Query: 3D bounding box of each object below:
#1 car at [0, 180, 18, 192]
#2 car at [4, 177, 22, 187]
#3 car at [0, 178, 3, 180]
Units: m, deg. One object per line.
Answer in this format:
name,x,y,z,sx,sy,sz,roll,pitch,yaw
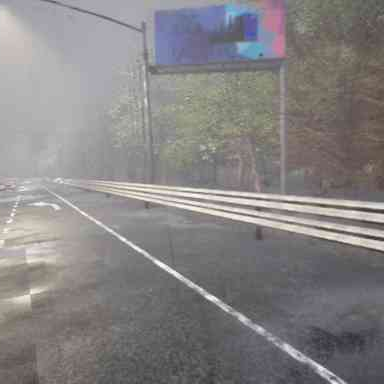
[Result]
car,-27.320,-0.701,49.284,1.895,1.301,4.718,-5,5,-26
car,-36.066,-1.769,66.832,2.097,1.767,4.553,-5,5,-26
car,-47.295,-2.379,81.561,2.150,2.045,5.566,-5,5,-26
